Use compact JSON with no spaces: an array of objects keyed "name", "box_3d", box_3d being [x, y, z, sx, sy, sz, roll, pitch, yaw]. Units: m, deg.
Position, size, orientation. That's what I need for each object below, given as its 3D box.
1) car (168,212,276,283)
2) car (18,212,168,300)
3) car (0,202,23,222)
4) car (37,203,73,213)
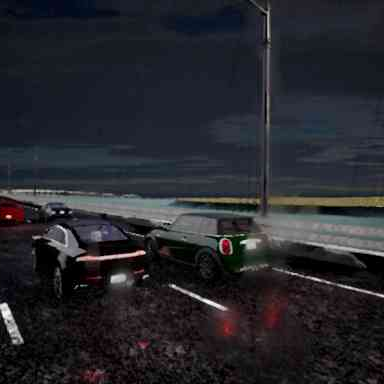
[{"name":"car","box_3d":[0.286,1.395,10.206,2.097,1.767,4.553,1,0,-35]},{"name":"car","box_3d":[-2.853,1.500,8.583,2.128,1.511,4.902,1,0,-35]},{"name":"car","box_3d":[-13.299,1.441,23.642,1.882,1.535,5.008,1,0,-35]},{"name":"car","box_3d":[-10.893,1.542,26.314,2.033,1.411,5.357,1,0,-35]}]
